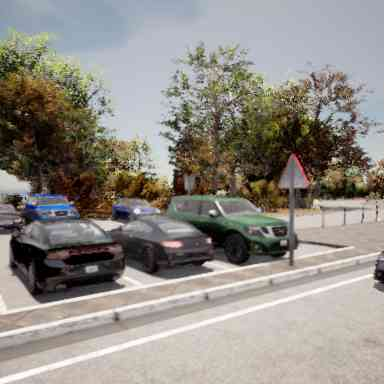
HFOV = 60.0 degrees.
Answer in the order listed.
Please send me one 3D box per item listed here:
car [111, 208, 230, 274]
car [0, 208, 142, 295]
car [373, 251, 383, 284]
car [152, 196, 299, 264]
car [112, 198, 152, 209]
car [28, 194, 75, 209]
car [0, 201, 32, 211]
[{"bbox_3d":[-1.201,1.458,10.443,2.002,1.452,4.674,0,0,-36],"label":"car"},{"bbox_3d":[-3.487,1.421,8.779,2.097,1.535,5.008,0,0,-36],"label":"car"},{"bbox_3d":[6.299,1.573,8.162,4.181,1.385,1.994,0,0,-35],"label":"car"},{"bbox_3d":[1.099,1.164,12.082,2.435,2.045,5.566,0,0,-36],"label":"car"},{"bbox_3d":[-4.051,1.277,23.839,2.185,1.767,4.553,1,0,-36],"label":"car"},{"bbox_3d":[-8.748,1.166,20.469,2.435,2.045,5.566,0,0,-36],"label":"car"},{"bbox_3d":[-10.952,1.420,18.910,2.231,1.521,4.892,0,0,-36],"label":"car"}]
